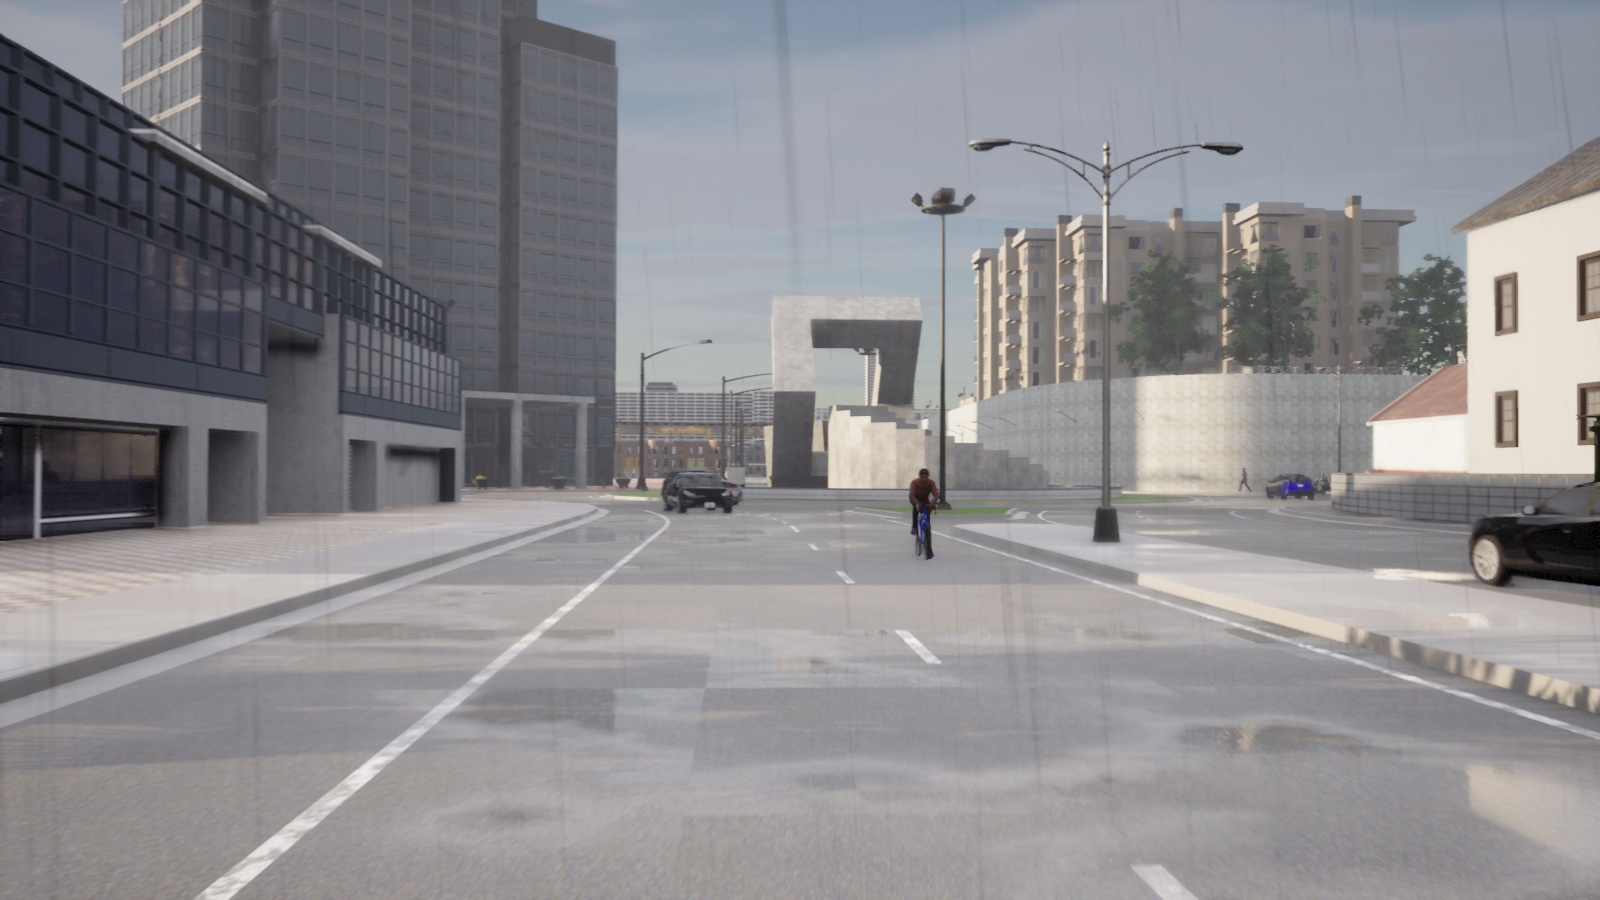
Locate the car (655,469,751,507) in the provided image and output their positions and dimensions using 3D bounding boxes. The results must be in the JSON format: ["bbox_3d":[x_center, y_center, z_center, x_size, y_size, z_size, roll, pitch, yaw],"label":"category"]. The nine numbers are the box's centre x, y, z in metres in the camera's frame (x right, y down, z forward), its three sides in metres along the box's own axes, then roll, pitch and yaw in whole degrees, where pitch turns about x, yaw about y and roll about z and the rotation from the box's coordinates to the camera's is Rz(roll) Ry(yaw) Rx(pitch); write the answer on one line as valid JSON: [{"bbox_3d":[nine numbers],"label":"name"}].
[{"bbox_3d":[-4.476,1.724,57.515,2.033,1.649,4.856,1,-1,-38],"label":"car"}]

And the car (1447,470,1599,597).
[{"bbox_3d":[10.574,1.024,15.989,1.882,1.535,5.008,0,-1,-3],"label":"car"}]

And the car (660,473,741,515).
[{"bbox_3d":[-3.795,1.616,47.088,2.163,1.488,4.792,0,-1,-15],"label":"car"}]

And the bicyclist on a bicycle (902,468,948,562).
[{"bbox_3d":[2.227,1.137,22.504,0.582,1.620,1.656,0,-1,-3],"label":"bicyclist on a bicycle"}]

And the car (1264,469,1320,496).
[{"bbox_3d":[29.101,1.907,74.427,2.007,1.525,4.514,0,-1,7],"label":"car"}]
